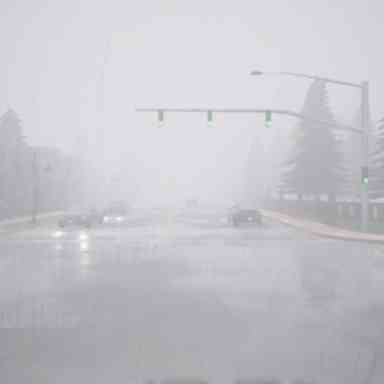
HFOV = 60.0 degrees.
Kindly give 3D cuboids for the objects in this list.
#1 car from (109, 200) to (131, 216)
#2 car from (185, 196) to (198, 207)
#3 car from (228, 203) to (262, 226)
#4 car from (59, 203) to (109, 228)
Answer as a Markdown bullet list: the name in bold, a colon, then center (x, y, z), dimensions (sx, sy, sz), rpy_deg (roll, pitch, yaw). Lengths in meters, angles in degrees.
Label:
- **car**: center (-7.095, 1.509, 31.873), dimensions (1.994, 1.385, 4.181), rpy_deg (0, 0, 0)
- **car**: center (-0.006, 1.392, 49.964), dimensions (1.882, 1.535, 5.008), rpy_deg (0, 0, 0)
- **car**: center (3.594, 1.486, 23.033), dimensions (1.812, 1.442, 4.674), rpy_deg (0, 0, 0)
- **car**: center (-7.102, 1.488, 21.849), dimensions (1.812, 1.442, 4.674), rpy_deg (0, 0, 0)
